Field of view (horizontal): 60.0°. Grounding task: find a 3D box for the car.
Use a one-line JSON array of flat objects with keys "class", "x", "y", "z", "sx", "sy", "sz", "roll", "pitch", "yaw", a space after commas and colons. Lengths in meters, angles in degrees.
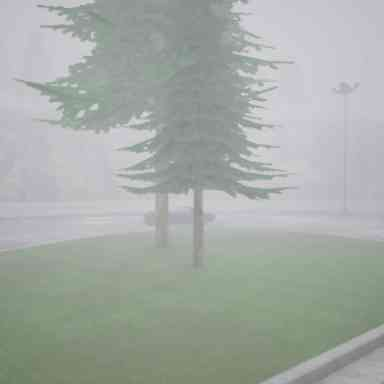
[{"class": "car", "x": -0.946, "y": 1.591, "z": 21.837, "sx": 4.718, "sy": 1.301, "sz": 1.895, "roll": 0, "pitch": 0, "yaw": -10}]
